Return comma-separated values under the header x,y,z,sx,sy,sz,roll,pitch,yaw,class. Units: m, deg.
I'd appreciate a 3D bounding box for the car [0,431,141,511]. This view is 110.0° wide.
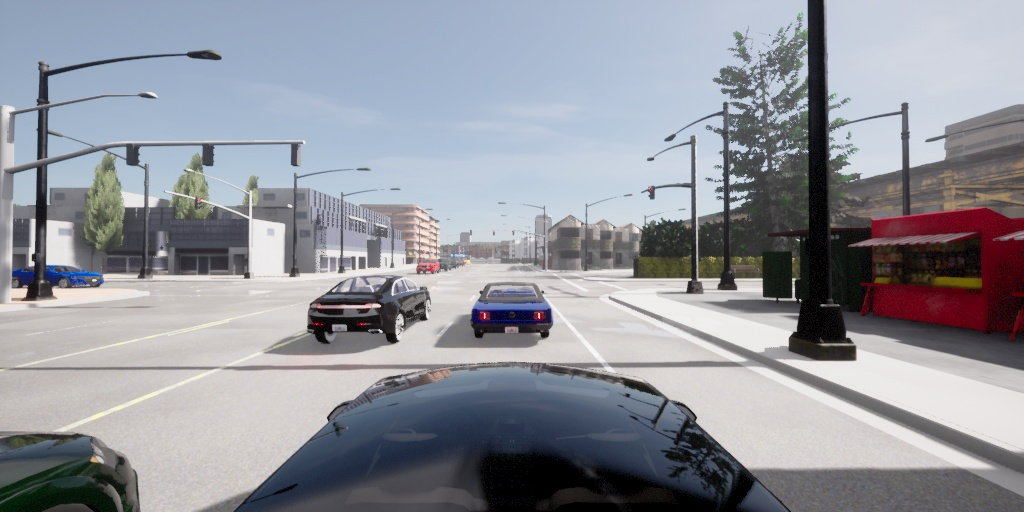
x,y,z,sx,sy,sz,roll,pitch,yaw,class
-3.373,1.314,0.538,1.994,1.385,4.181,0,0,-1,car

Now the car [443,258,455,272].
x,y,z,sx,sy,sz,roll,pitch,yaw,class
-11.146,1.388,57.653,2.150,2.045,5.566,0,0,0,car

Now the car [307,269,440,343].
x,y,z,sx,sy,sz,roll,pitch,yaw,class
-3.511,1.257,9.707,2.128,1.511,4.902,0,0,0,car

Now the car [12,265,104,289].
x,y,z,sx,sy,sz,roll,pitch,yaw,class
-29.746,1.316,23.405,5.008,1.535,1.882,0,-1,0,car

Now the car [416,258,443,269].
x,y,z,sx,sy,sz,roll,pitch,yaw,class
-11.052,1.336,47.554,2.150,2.045,5.566,0,-1,-1,car

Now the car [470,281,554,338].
x,y,z,sx,sy,sz,roll,pitch,yaw,class
-0.010,1.365,10.185,1.895,1.301,4.718,0,0,0,car
